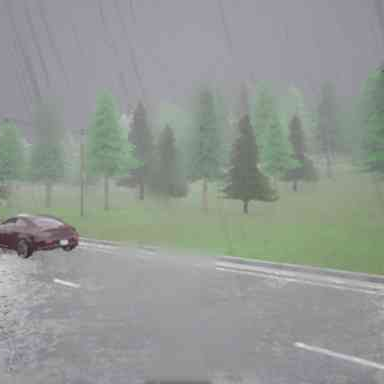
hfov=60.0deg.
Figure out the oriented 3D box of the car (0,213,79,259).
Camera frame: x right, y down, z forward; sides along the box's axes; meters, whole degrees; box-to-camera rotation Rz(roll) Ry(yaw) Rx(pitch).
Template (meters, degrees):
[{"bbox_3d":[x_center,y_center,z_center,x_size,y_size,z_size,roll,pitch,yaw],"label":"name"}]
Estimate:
[{"bbox_3d":[-6.232,1.542,12.701,4.674,1.442,1.812,0,0,36],"label":"car"}]
